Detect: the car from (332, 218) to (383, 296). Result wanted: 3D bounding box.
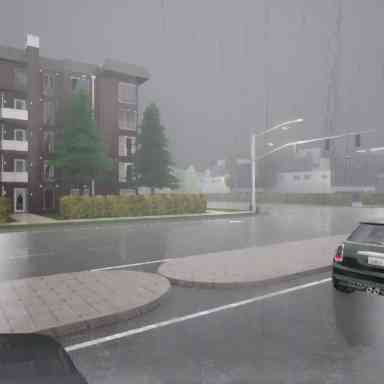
[{"bbox_3d":[5.272,1.352,7.629,4.553,1.767,2.097,0,0,-35],"label":"car"}]

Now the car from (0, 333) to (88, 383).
[{"bbox_3d":[-3.164,1.547,1.492,5.357,1.411,2.033,0,0,-35],"label":"car"}]
